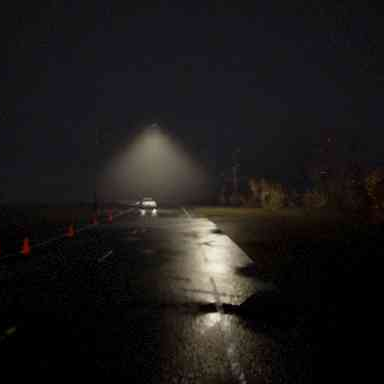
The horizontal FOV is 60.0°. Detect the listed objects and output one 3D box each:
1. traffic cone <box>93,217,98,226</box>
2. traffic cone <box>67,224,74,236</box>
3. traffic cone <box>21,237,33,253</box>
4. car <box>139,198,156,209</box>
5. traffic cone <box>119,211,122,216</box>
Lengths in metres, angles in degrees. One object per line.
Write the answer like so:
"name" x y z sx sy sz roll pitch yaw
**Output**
"traffic cone" -6.529 1.999 22.416 0.340 0.580 0.340 0 0 -2
"traffic cone" -6.354 1.990 17.443 0.340 0.580 0.340 0 0 -2
"traffic cone" -6.218 1.981 12.468 0.340 0.580 0.340 0 0 -1
"car" -6.152 1.619 46.248 1.812 1.442 4.674 0 0 -14
"traffic cone" -6.995 2.019 32.356 0.340 0.580 0.340 0 0 -3
